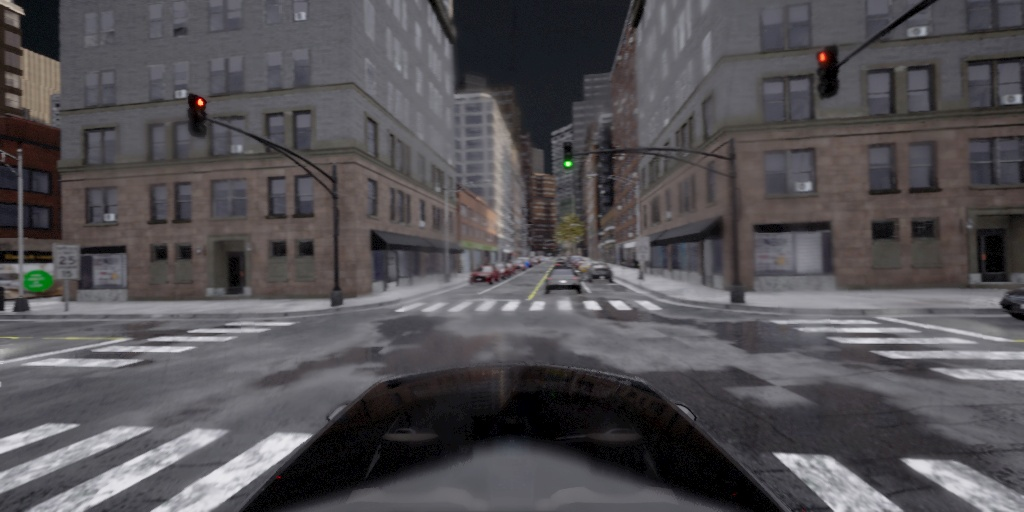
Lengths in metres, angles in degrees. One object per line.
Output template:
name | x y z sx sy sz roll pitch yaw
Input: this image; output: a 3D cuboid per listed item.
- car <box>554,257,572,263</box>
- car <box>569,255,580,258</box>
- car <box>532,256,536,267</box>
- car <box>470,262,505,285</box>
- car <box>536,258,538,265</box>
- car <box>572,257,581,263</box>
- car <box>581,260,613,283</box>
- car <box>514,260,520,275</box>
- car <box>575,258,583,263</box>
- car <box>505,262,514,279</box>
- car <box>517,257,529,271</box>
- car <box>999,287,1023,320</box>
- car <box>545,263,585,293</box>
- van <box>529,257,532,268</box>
car | 6.369 1.187 46.199 1.837 1.490 4.892 -1 0 8
car | 10.771 1.011 58.810 1.967 1.591 4.097 0 0 8
car | 2.325 1.100 59.953 2.192 1.841 5.009 0 0 8
car | -2.016 1.424 27.702 1.888 1.381 4.507 0 0 8
car | 3.049 1.314 65.328 2.007 1.370 4.403 0 0 8
car | 9.324 1.191 48.060 1.802 1.307 4.207 0 0 8
car | 6.429 1.216 26.557 2.007 1.370 4.403 0 0 8
car | -0.569 1.401 38.453 1.888 1.381 4.507 0 0 8
car | 7.899 1.167 37.476 1.751 1.417 4.829 0 0 8
car | -1.292 1.309 33.078 1.967 1.591 4.097 0 0 8
car | 0.878 1.263 49.204 1.967 1.591 4.097 0 0 8
car | 14.774 0.912 8.363 4.674 1.442 1.812 -2 -1 7
car | 2.942 1.305 20.733 1.994 1.385 4.181 -1 0 8
van | 1.602 1.145 54.578 1.690 1.789 3.998 0 0 8
